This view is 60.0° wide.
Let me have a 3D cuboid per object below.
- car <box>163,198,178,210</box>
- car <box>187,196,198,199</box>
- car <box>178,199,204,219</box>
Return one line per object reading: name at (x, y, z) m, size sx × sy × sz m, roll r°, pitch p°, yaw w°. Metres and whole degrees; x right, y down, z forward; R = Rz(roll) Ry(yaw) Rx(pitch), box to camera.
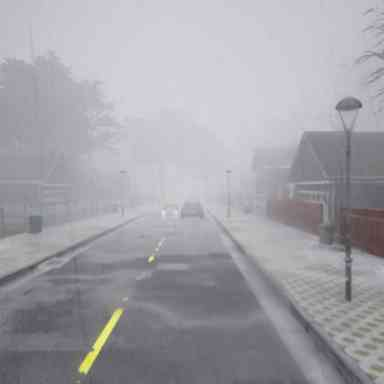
car at (-2.737, 1.526, 43.596) m, size 1.882 × 1.535 × 5.008 m, roll 0°, pitch 0°, yaw 0°
car at (0.082, 1.400, 44.350) m, size 2.097 × 1.767 × 4.553 m, roll 0°, pitch 0°, yaw 0°
car at (0.032, 1.587, 29.513) m, size 1.994 × 1.385 × 4.181 m, roll 0°, pitch 0°, yaw 0°
